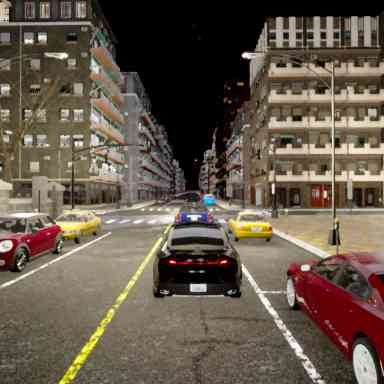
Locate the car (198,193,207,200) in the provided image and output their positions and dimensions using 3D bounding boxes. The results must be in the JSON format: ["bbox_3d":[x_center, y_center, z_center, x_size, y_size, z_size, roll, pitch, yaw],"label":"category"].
[{"bbox_3d":[2.796,1.245,88.126,2.192,1.841,5.009,1,0,0],"label":"car"}]

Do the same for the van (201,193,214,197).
[{"bbox_3d":[2.759,1.318,54.100,1.690,1.788,3.998,1,0,0],"label":"van"}]

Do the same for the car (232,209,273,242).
[{"bbox_3d":[2.716,1.526,16.277,1.752,1.417,4.829,1,0,0],"label":"car"}]

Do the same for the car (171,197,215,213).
[{"bbox_3d":[0.140,1.353,18.757,2.097,1.767,4.553,0,0,1],"label":"car"}]

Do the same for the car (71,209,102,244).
[{"bbox_3d":[-5.664,1.526,15.963,1.752,1.417,4.829,1,0,0],"label":"car"}]

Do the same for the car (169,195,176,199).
[{"bbox_3d":[-5.588,1.511,88.192,1.802,1.307,4.206,1,0,0],"label":"car"}]

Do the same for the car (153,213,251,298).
[{"bbox_3d":[0.112,1.506,8.497,1.837,1.490,4.892,0,0,0],"label":"car"}]

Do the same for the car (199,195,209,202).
[{"bbox_3d":[2.781,1.499,76.784,2.008,1.369,4.403,1,0,0],"label":"car"}]

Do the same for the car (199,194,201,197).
[{"bbox_3d":[2.762,1.516,59.772,1.887,1.381,4.507,1,0,0],"label":"car"}]

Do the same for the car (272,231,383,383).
[{"bbox_3d":[2.705,1.546,4.874,1.887,1.381,4.507,1,0,0],"label":"car"}]

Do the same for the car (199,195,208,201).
[{"bbox_3d":[2.787,1.490,82.455,2.008,1.369,4.403,1,0,0],"label":"car"}]

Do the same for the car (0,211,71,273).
[{"bbox_3d":[-5.669,1.441,10.519,1.967,1.590,4.097,1,0,0],"label":"car"}]

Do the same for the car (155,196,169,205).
[{"bbox_3d":[-5.618,1.553,59.837,1.802,1.307,4.206,1,0,0],"label":"car"}]
